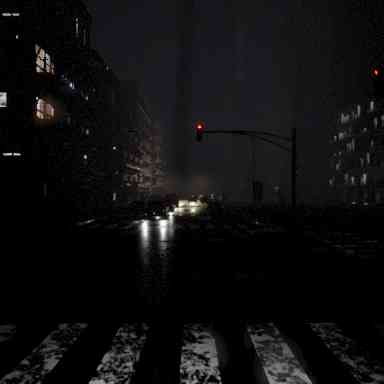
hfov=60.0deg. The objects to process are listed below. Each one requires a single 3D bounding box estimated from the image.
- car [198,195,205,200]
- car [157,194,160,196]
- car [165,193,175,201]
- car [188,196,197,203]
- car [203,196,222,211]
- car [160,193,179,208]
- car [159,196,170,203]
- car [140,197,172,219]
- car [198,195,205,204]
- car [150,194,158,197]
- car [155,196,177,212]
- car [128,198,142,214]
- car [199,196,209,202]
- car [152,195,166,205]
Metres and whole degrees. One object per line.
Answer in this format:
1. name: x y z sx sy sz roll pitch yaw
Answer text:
1. car: 2.668 1.534 92.101 1.752 1.417 4.829 -1 0 0
2. car: -5.692 1.312 52.333 2.192 1.841 5.009 -1 0 0
3. car: -5.684 1.322 86.226 2.192 1.841 5.009 -1 0 0
4. car: 0.120 1.549 69.808 2.033 1.411 5.357 0 0 0
5. car: 2.656 1.540 41.090 1.887 1.381 4.507 -1 0 0
6. car: -3.078 1.218 49.456 2.150 2.045 5.566 0 0 0
7. car: -5.684 1.583 69.279 1.802 1.307 4.206 -1 0 0
8. car: -3.092 1.500 29.354 1.837 1.490 4.892 0 0 0
9. car: 2.662 1.551 63.685 2.008 1.369 4.403 -1 0 0
10. car: -5.693 1.436 41.034 1.967 1.590 4.097 -1 0 0
11. car: -3.086 1.521 39.109 1.812 1.442 4.674 0 0 0
12. car: -5.692 1.540 35.385 1.887 1.381 4.507 -1 0 0
13. car: 2.665 1.548 74.984 1.887 1.381 4.507 -1 0 0
14. car: -5.689 1.439 57.981 1.967 1.590 4.097 -1 0 0
